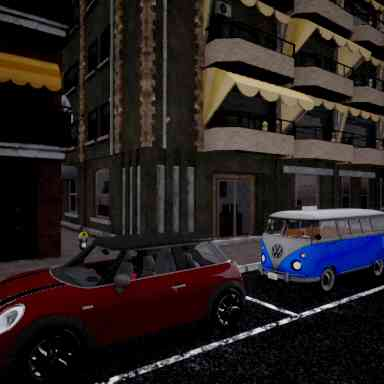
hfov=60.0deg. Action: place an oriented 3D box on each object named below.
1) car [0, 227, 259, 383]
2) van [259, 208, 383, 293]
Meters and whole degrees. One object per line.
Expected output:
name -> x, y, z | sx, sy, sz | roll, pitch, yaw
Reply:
car -> -1.134, 1.440, 5.283 | 4.097, 1.590, 1.967 | 0, 0, -35
van -> 3.500, 1.343, 8.584 | 3.998, 1.788, 1.690 | 0, 0, -35
